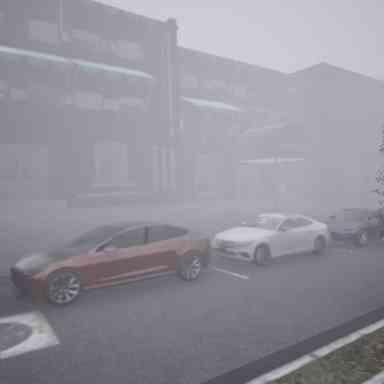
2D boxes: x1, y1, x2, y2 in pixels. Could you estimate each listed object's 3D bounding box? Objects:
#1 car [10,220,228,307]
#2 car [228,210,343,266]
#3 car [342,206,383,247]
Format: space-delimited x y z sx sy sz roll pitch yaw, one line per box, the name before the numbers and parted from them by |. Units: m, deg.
car | -1.724 1.489 8.158 4.792 1.488 2.163 -1 0 -35
car | 2.837 1.456 11.370 4.674 1.452 2.002 -1 0 -35
car | 7.349 1.399 14.543 4.792 1.488 2.163 -1 0 -35
